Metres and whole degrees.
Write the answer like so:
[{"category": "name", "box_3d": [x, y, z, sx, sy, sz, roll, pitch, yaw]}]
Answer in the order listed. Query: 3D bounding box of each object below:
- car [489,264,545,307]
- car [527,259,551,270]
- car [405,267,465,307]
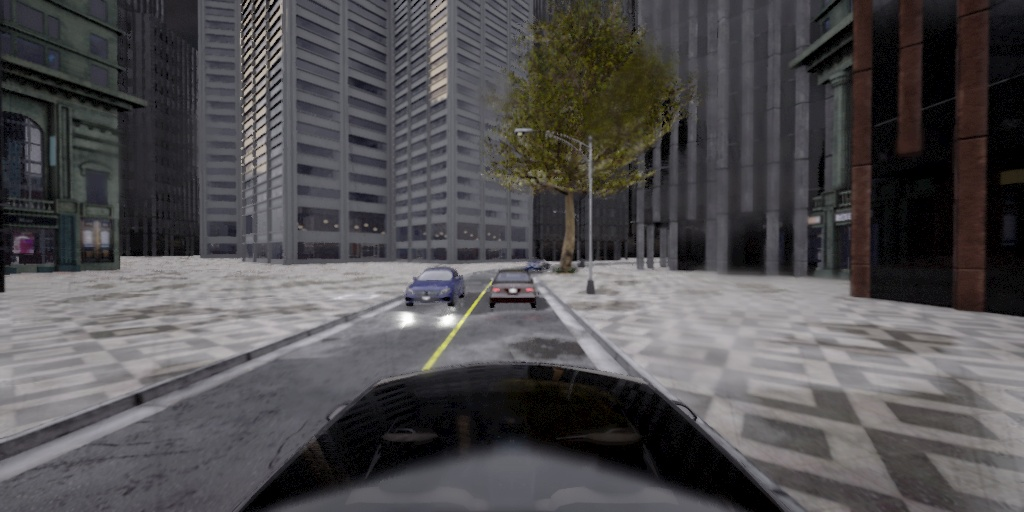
[{"category": "car", "box_3d": [0.049, 1.241, 15.055, 2.033, 1.411, 5.357, 0, 0, 0]}, {"category": "car", "box_3d": [3.196, 1.059, 42.479, 2.033, 1.411, 5.357, 0, 0, 21]}, {"category": "car", "box_3d": [-3.081, 1.220, 15.175, 1.812, 1.442, 4.674, 0, 1, 0]}]
